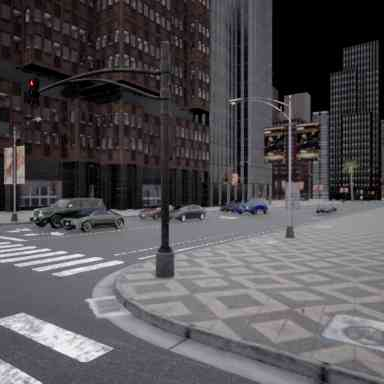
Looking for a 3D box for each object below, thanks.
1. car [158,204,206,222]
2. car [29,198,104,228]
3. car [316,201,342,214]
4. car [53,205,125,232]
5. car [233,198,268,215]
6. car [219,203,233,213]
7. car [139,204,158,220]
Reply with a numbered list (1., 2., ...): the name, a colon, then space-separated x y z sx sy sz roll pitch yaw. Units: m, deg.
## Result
1. car: -0.578 1.883 30.272 1.837 1.490 4.892 0 -1 35
2. car: -8.798 1.457 24.268 2.150 2.045 5.566 0 -1 35
3. car: 18.599 2.284 45.825 2.033 1.411 5.357 0 -1 35
4. car: -6.475 1.795 21.921 1.994 1.385 4.181 0 -1 35
5. car: 7.735 1.810 42.016 2.150 2.045 5.566 0 -1 35
6. car: 5.777 2.150 44.870 2.033 1.411 5.357 0 -1 36
7. car: -3.104 1.904 32.349 1.812 1.442 4.674 0 -1 35
